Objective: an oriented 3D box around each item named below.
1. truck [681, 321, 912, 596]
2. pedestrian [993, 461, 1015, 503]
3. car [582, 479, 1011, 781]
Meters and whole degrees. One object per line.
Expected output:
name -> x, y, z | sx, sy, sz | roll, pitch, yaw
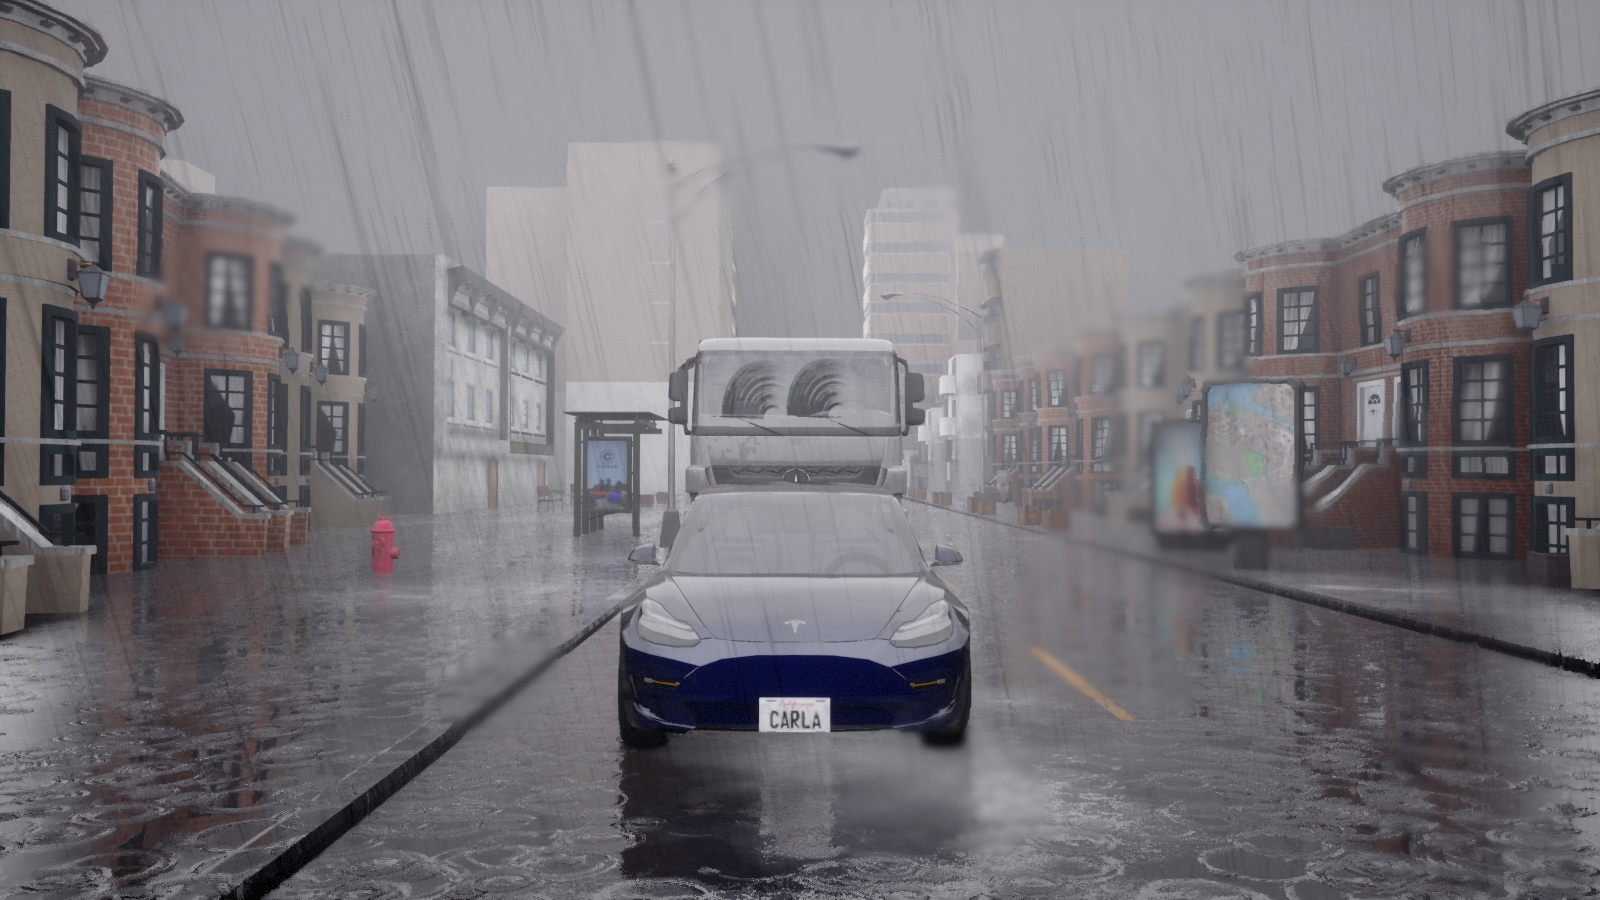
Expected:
truck -> -0.057, 0.165, 19.823 | 2.891, 3.462, 7.936 | 0, -1, 0
pedestrian -> 9.124, 1.427, 56.102 | 0.874, 1.855, 0.900 | 0, -1, 3
car -> -0.024, 0.961, 8.751 | 2.163, 1.488, 4.792 | 0, -1, 0
